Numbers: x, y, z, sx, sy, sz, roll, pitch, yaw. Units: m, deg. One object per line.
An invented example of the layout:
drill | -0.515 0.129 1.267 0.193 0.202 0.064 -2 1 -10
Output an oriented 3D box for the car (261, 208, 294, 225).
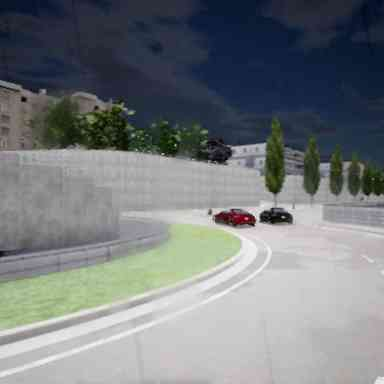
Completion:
car | 7.350 2.061 29.276 1.994 1.385 4.181 0 -1 -5

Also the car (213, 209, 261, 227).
car | 3.311 2.018 26.786 1.994 1.385 4.181 1 -1 -23
